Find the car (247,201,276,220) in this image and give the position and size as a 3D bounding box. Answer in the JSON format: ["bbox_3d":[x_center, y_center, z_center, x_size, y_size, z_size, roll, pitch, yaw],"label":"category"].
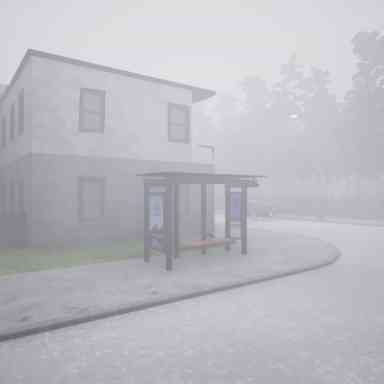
[{"bbox_3d":[4.861,1.504,28.252,1.837,1.490,4.892,0,0,-35],"label":"car"}]
